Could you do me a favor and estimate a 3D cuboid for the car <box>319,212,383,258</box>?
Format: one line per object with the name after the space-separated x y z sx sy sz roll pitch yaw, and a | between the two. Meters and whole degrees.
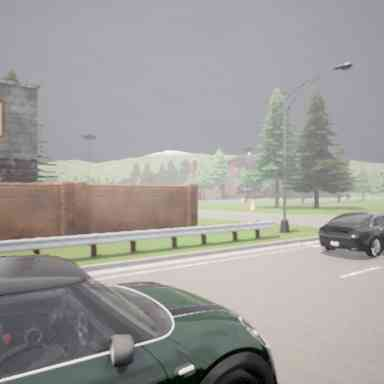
6.952 1.537 13.011 4.892 1.490 1.837 0 0 -35 | car

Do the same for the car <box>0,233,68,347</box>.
-4.293 1.563 4.984 4.181 1.385 1.994 0 0 -36 | car

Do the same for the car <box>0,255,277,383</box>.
-1.386 1.353 2.757 4.553 1.767 2.097 0 0 -35 | car
